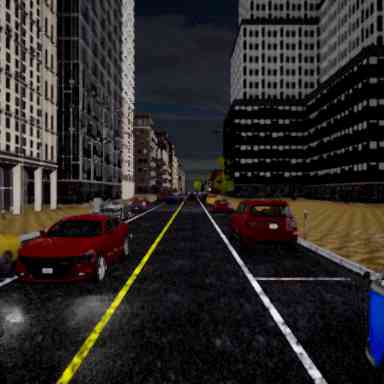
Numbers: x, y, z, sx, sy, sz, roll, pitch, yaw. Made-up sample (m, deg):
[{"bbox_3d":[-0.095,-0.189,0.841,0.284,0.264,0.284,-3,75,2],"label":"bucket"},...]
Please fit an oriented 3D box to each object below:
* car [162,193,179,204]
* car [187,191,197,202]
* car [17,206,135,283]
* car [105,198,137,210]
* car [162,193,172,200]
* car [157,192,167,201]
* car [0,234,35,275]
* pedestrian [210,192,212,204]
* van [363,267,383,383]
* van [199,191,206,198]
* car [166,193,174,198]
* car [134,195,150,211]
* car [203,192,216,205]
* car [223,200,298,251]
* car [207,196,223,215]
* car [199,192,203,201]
[{"bbox_3d":[-3.094,1.216,51.857,1.895,1.301,4.718,0,0,0],"label":"car"},{"bbox_3d":[-0.027,1.047,62.637,1.837,1.490,4.892,0,0,0],"label":"car"},{"bbox_3d":[-3.105,1.401,9.640,1.882,1.535,5.008,0,0,0],"label":"car"},{"bbox_3d":[-5.697,1.360,24.829,2.008,1.369,4.403,0,0,0],"label":"car"},{"bbox_3d":[-5.720,0.998,76.030,1.887,1.381,4.507,0,0,0],"label":"car"},{"bbox_3d":[-5.713,0.842,64.650,2.192,1.841,5.009,0,0,0],"label":"car"},{"bbox_3d":[-5.689,1.465,7.592,1.752,1.417,4.829,0,0,0],"label":"car"},{"bbox_3d":[2.978,0.906,52.256,0.375,1.860,0.375,0,0,0],"label":"pedestrian"},{"bbox_3d":[2.702,1.324,2.050,1.690,1.788,3.998,0,0,0],"label":"van"},{"bbox_3d":[2.624,0.723,87.383,1.690,1.788,3.998,0,0,0],"label":"van"},{"bbox_3d":[-5.724,0.947,87.407,1.947,1.339,4.313,0,0,0],"label":"car"},{"bbox_3d":[-5.701,1.166,36.206,1.967,1.590,4.097,0,0,0],"label":"car"},{"bbox_3d":[2.979,1.089,49.261,1.801,1.575,5.366,0,0,0],"label":"car"},{"bbox_3d":[2.700,1.210,13.428,2.192,1.841,5.009,0,0,0],"label":"car"},{"bbox_3d":[2.664,1.350,30.496,1.802,1.307,4.206,0,0,0],"label":"car"},{"bbox_3d":[2.633,1.094,64.629,1.947,1.339,4.313,0,0,0],"label":"car"}]
